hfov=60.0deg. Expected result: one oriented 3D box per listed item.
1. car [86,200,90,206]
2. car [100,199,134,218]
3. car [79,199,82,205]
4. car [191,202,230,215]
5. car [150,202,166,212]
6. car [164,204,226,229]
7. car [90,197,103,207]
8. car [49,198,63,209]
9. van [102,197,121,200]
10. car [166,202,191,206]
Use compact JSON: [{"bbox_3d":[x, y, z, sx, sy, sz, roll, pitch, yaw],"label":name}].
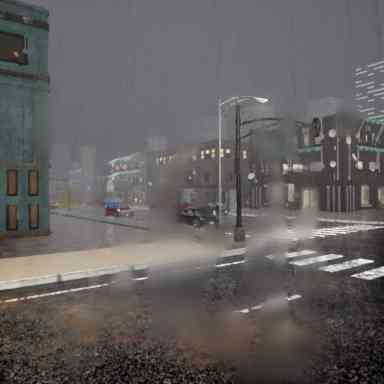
[{"bbox_3d":[-20.158,2.227,67.472,1.887,1.381,4.507,-1,0,-35],"label":"car"},{"bbox_3d":[-7.804,1.846,35.524,1.967,1.590,4.097,-1,0,-35],"label":"car"},{"bbox_3d":[-26.556,2.363,76.506,1.947,1.339,4.313,-1,0,-35],"label":"car"},{"bbox_3d":[2.235,1.809,35.853,2.008,1.369,4.403,-2,0,-35],"label":"car"},{"bbox_3d":[-4.161,1.966,44.887,1.802,1.307,4.206,-1,0,-35],"label":"car"},{"bbox_3d":[0.120,1.814,24.130,1.947,1.339,4.313,-1,0,-35],"label":"car"},{"bbox_3d":[-16.965,1.939,62.954,2.192,1.841,5.009,-1,0,-35],"label":"car"},{"bbox_3d":[-23.699,2.232,57.971,1.752,1.417,4.829,-1,0,-35],"label":"car"},{"bbox_3d":[-13.765,1.906,58.438,1.690,1.788,3.998,-1,0,-35],"label":"van"},{"bbox_3d":[-0.963,1.903,40.370,1.802,1.307,4.206,-2,0,-35],"label":"car"}]
